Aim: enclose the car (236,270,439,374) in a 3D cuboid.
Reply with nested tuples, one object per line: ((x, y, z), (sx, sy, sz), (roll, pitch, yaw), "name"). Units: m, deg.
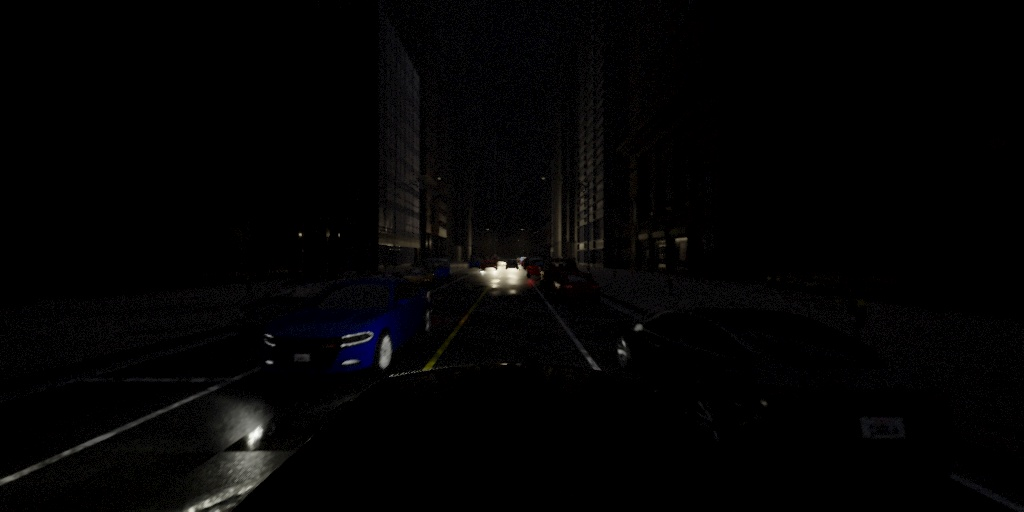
((-3.100, 1.227, 7.791), (1.882, 1.535, 5.008), (0, 0, 0), "car")

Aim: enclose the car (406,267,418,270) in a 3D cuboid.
((-5.763, 1.331, 15.957), (1.802, 1.307, 4.207), (0, 0, 0), "car")

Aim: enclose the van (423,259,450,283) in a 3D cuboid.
((-5.763, 1.091, 27.175), (1.690, 1.789, 3.998), (0, 0, 0), "van")

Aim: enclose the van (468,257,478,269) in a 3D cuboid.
((-5.765, 1.098, 55.223), (1.690, 1.789, 3.998), (0, 0, 0), "van")

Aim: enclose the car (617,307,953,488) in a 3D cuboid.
((2.763, 1.315, 4.752), (1.948, 1.339, 4.313), (0, 0, 0), "car")

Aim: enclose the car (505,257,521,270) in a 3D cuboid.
((0.004, 1.282, 52.884), (1.812, 1.442, 4.674), (0, 0, 0), "car")

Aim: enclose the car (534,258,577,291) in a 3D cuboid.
((2.762, 1.064, 21.579), (2.192, 1.841, 5.009), (0, 0, 0), "car")

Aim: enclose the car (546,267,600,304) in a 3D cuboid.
((2.762, 1.331, 15.970), (1.802, 1.307, 4.207), (0, 0, 0), "car")

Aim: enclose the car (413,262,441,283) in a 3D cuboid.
((-5.763, 1.275, 21.396), (1.751, 1.417, 4.829), (0, 0, 0), "car")

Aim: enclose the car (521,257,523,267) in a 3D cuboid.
((2.761, 1.072, 55.234), (2.192, 1.841, 5.009), (0, 0, 0), "car")

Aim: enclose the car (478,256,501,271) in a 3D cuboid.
((-3.079, 0.977, 49.734), (2.150, 2.045, 5.566), (0, 0, 0), "car")

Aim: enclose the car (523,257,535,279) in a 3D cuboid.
((2.386, 1.104, 33.328), (2.097, 1.767, 4.553), (0, 0, 0), "car")
